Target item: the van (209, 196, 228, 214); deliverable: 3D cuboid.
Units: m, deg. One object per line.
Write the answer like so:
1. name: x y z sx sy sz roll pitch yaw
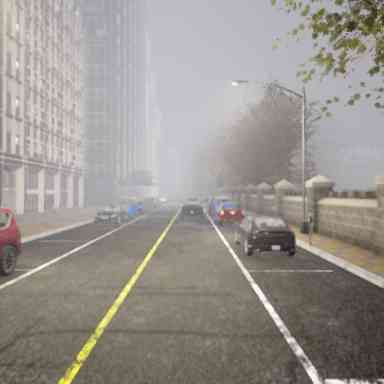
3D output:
1. van: 2.696 1.327 29.535 1.690 1.788 3.998 0 0 0

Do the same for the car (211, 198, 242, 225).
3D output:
1. car: 2.695 1.431 23.975 1.967 1.590 4.097 0 0 0

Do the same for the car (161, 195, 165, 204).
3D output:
1. car: -5.831 1.520 52.042 1.947 1.339 4.313 0 0 0

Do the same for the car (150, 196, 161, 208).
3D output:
1. car: -5.830 1.404 46.482 1.967 1.590 4.097 0 0 0

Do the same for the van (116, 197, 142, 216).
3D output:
1. van: -5.829 1.327 29.800 1.690 1.788 3.998 0 0 0

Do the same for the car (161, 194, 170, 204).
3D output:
1. car: -5.695 1.457 62.993 1.752 1.417 4.829 0 0 0

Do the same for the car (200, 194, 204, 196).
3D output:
1. car: 2.694 1.514 62.897 1.802 1.307 4.206 0 0 0

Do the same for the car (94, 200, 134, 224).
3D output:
1. car: -5.830 1.542 24.239 2.008 1.369 4.403 0 0 0

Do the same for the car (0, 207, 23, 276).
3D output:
1. car: -5.829 1.314 7.558 2.192 1.841 5.009 0 0 0

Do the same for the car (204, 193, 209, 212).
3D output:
1. car: 2.696 1.295 35.094 2.192 1.841 5.009 0 0 0

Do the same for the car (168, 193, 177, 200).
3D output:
1. car: -5.296 1.175 90.334 2.192 1.841 5.009 1 0 2

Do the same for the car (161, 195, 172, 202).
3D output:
1. car: -5.656 1.472 74.265 1.947 1.339 4.313 1 0 1

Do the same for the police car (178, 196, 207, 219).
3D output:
1. police car: 0.042 1.413 29.326 1.930 1.638 5.238 0 0 1

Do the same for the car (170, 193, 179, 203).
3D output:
1. car: -3.007 1.448 66.643 1.812 1.442 4.674 0 0 0

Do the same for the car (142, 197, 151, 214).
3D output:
1. car: -5.831 1.546 35.361 1.947 1.339 4.313 0 0 0

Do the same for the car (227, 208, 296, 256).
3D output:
1. car: 2.695 1.548 12.855 2.008 1.369 4.403 0 0 0
